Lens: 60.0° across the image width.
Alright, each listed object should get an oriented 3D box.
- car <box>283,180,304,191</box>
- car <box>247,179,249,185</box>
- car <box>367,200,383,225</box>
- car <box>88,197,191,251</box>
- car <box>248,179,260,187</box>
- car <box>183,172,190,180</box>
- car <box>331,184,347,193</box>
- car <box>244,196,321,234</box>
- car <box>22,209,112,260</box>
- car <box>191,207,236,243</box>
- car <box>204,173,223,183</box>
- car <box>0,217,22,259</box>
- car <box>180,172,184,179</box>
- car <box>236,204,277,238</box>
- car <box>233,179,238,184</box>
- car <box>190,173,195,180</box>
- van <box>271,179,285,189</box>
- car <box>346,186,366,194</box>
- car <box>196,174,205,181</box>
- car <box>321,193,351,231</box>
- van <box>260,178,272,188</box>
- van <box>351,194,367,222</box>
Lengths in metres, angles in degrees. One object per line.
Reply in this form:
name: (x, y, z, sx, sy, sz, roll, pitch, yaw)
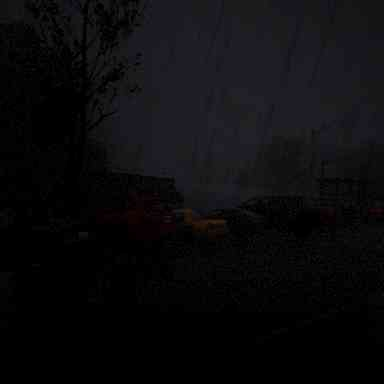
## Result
car: (19.673, -0.994, 62.976, 2.231, 1.521, 4.892, 7, 3, 35)
car: (12.783, -2.045, 72.865, 2.002, 1.452, 4.674, 7, 4, 35)
car: (11.666, 1.402, 24.629, 4.553, 1.767, 2.185, -1, -1, 35)
car: (-3.154, 1.247, 14.298, 5.566, 2.045, 2.435, -1, -1, 35)
car: (14.613, -1.814, 70.543, 1.946, 1.575, 5.366, 7, 3, 35)
car: (0.568, -4.087, 90.038, 2.185, 1.767, 4.553, 4, 1, 33)
car: (24.880, -0.428, 55.588, 2.435, 2.045, 5.566, 7, 3, 35)
car: (4.202, 1.261, 19.507, 5.566, 2.045, 2.435, -1, -1, 35)
car: (-5.599, 1.523, 12.554, 4.792, 1.488, 2.163, -1, -1, 35)
car: (-0.833, 1.502, 16.124, 5.366, 1.575, 1.946, -1, -1, 35)
car: (5.940, -3.178, 82.840, 1.946, 1.575, 5.366, 7, 3, 34)
car: (-8.020, 1.493, 10.809, 4.892, 1.521, 2.231, -1, -1, 35)
car: (-1.203, -4.364, 92.386, 2.435, 2.045, 5.566, 1, -1, 34)
car: (1.774, 1.547, 17.751, 4.674, 1.452, 2.002, -1, -1, 35)
car: (11.041, -2.319, 75.328, 2.002, 1.452, 4.674, 7, 3, 35)
car: (2.297, -3.852, 87.567, 2.185, 1.767, 4.553, 6, 3, 34)
van: (17.914, -1.492, 65.339, 1.878, 1.987, 4.442, 7, 4, 35)
car: (26.569, 0.135, 53.115, 2.002, 1.452, 4.674, 7, 3, 35)
car: (4.090, -3.700, 85.100, 2.435, 2.045, 5.566, 7, 3, 34)
car: (6.717, 1.266, 21.211, 5.566, 2.045, 2.435, -1, -1, 35)
van: (16.186, -1.766, 67.811, 1.878, 1.987, 4.442, 7, 4, 35)
van: (9.256, 1.296, 22.880, 4.442, 1.987, 1.878, -1, -1, 35)
